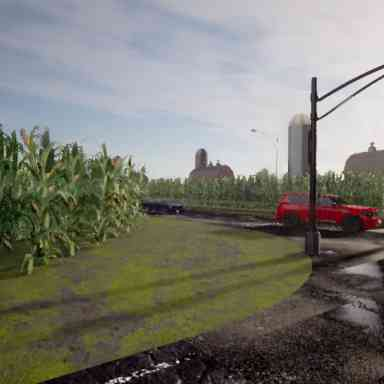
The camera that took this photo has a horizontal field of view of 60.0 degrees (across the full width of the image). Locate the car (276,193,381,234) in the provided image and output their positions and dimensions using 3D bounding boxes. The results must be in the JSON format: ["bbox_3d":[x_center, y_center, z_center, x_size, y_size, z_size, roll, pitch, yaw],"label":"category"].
[{"bbox_3d":[7.593,1.120,18.996,5.566,2.045,2.150,1,0,41],"label":"car"}]

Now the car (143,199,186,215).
[{"bbox_3d":[-2.590,1.354,30.569,1.895,1.301,4.718,2,0,-38],"label":"car"}]
